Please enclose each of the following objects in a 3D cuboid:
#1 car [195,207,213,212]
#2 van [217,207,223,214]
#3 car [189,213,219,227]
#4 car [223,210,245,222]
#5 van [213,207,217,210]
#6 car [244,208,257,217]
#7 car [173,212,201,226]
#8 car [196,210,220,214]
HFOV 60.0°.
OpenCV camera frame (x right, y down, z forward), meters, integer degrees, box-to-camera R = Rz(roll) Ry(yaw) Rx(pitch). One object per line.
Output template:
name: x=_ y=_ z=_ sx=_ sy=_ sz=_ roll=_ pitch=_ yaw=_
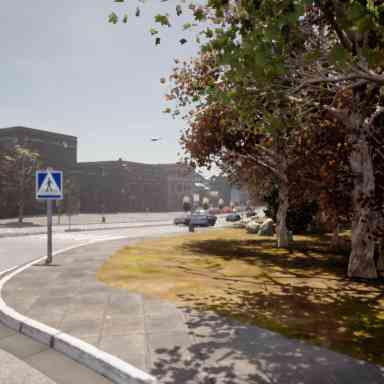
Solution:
car: x=2.305 y=4.664 z=77.800 sx=2.435 sy=2.045 sz=5.566 roll=0 pitch=-2 yaw=20
van: x=5.999 y=5.081 z=88.158 sx=1.878 sy=1.987 sz=4.442 roll=0 pitch=-2 yaw=20
car: x=1.585 y=3.625 z=41.241 sx=1.994 sy=1.385 sz=4.181 roll=0 pitch=-4 yaw=19
car: x=7.252 y=4.351 z=57.440 sx=1.994 sy=1.385 sz=4.181 roll=0 pitch=-2 yaw=19
van: x=4.136 y=4.885 z=82.937 sx=1.878 sy=1.987 sz=4.442 roll=0 pitch=-2 yaw=20
car: x=13.807 y=5.000 z=76.457 sx=1.882 sy=1.535 sz=5.008 roll=0 pitch=-2 yaw=19
car: x=-0.793 y=3.722 z=44.175 sx=2.033 sy=1.411 sz=5.357 roll=0 pitch=-3 yaw=20
car: x=2.516 y=4.150 z=53.756 sx=2.033 sy=1.411 sz=5.357 roll=0 pitch=-2 yaw=19
